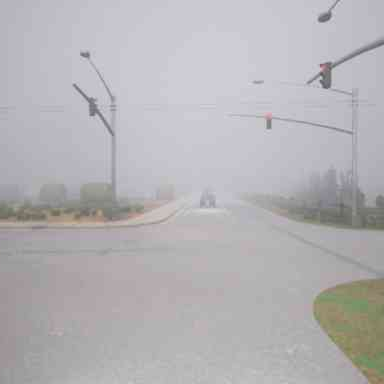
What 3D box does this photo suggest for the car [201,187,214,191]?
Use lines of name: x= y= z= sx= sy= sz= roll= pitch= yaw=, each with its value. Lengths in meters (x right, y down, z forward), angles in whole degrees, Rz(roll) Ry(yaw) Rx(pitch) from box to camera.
car: x=2.956 y=0.133 z=62.461 sx=2.150 sy=2.045 sz=5.566 roll=0 pitch=1 yaw=3

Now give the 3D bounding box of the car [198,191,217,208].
car: x=1.757 y=0.918 z=37.539 sx=2.128 sy=1.511 sz=4.902 roll=0 pitch=1 yaw=3
